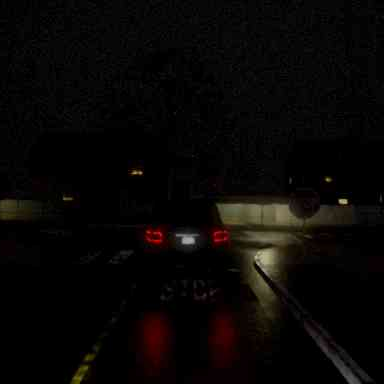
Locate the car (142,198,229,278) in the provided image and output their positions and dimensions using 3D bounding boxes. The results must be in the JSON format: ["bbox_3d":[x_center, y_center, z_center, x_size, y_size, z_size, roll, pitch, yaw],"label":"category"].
[{"bbox_3d":[-0.363,1.203,10.271,2.150,2.045,5.566,0,0,-6],"label":"car"}]
